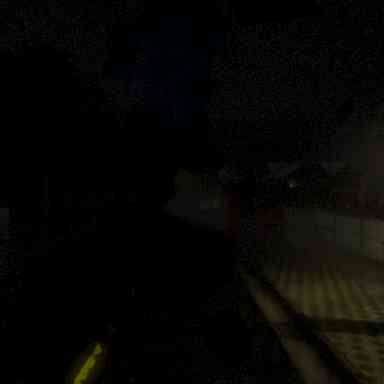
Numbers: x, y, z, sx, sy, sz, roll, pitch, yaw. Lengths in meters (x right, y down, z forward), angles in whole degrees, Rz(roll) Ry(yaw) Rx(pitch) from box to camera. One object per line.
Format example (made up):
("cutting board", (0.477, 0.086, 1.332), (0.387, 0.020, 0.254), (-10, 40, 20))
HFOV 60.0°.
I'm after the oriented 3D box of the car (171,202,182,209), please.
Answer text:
("car", (-2.738, 2.460, 60.159), (1.895, 1.301, 4.718), (0, -1, 0))
